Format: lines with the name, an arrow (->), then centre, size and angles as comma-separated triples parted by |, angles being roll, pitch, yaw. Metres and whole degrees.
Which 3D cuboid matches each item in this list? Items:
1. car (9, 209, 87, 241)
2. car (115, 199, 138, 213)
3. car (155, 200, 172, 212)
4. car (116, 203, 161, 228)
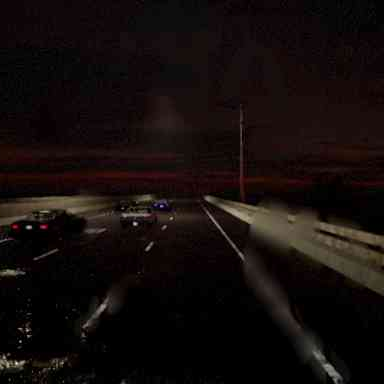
car -> -6.906, 1.558, 16.606 | 2.033, 1.411, 5.357 | 0, 0, 0
car -> -6.911, 1.497, 35.783 | 1.882, 1.535, 5.008 | 0, 0, 0
car -> -3.411, 1.584, 39.444 | 1.994, 1.385, 4.181 | 0, 0, 0
car -> -3.406, 1.614, 22.149 | 1.895, 1.301, 4.718 | 0, 0, 0
